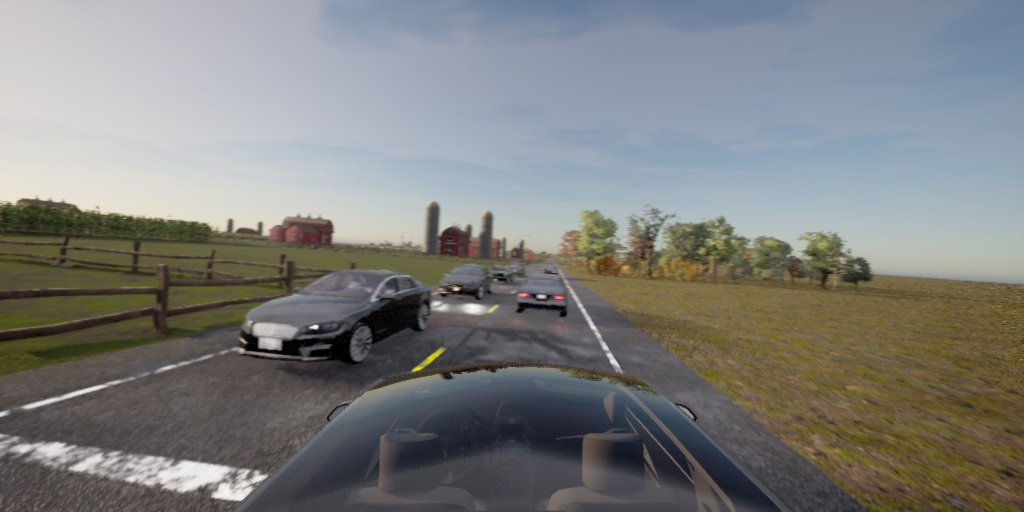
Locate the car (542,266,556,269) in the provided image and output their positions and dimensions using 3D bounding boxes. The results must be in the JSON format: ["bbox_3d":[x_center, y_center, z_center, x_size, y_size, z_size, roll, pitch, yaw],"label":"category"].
[{"bbox_3d":[4.237,1.789,41.006,1.895,1.301,4.718,4,0,7],"label":"car"}]

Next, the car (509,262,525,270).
[{"bbox_3d":[0.306,1.419,38.079,2.128,1.511,4.902,4,0,7],"label":"car"}]

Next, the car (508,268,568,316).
[{"bbox_3d":[1.263,1.432,14.424,2.033,1.411,5.357,4,0,7],"label":"car"}]

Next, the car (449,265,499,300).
[{"bbox_3d":[-2.087,1.193,17.641,1.837,1.490,4.892,4,0,7],"label":"car"}]

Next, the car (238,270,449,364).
[{"bbox_3d":[-3.243,1.064,7.723,2.128,1.511,4.902,4,0,7],"label":"car"}]

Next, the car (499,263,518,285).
[{"bbox_3d":[-0.928,1.405,27.759,1.895,1.301,4.718,4,0,7],"label":"car"}]
